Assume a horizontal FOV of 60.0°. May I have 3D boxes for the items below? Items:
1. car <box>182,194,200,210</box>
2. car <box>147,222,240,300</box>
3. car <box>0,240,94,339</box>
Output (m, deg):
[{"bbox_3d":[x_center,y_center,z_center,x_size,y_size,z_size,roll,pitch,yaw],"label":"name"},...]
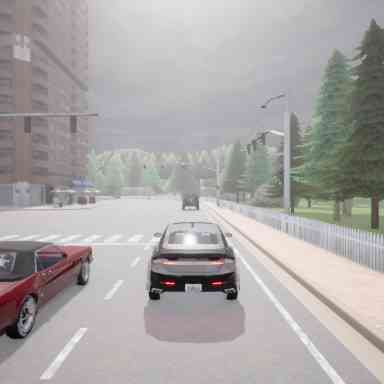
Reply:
[{"bbox_3d":[-0.173,1.221,43.797,2.150,2.045,5.566,0,0,-1],"label":"car"},{"bbox_3d":[0.024,1.492,8.350,2.128,1.511,4.902,0,0,0],"label":"car"},{"bbox_3d":[-3.449,1.601,6.502,1.895,1.301,4.718,0,0,0],"label":"car"}]
